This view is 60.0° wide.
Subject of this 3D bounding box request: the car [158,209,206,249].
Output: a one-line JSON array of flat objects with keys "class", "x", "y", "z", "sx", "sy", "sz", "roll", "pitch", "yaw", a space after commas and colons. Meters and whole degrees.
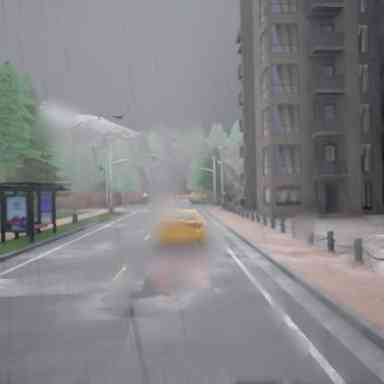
[{"class": "car", "x": -0.450, "y": 1.505, "z": 14.761, "sx": 1.882, "sy": 1.535, "sz": 5.008, "roll": -1, "pitch": 0, "yaw": -2}]
